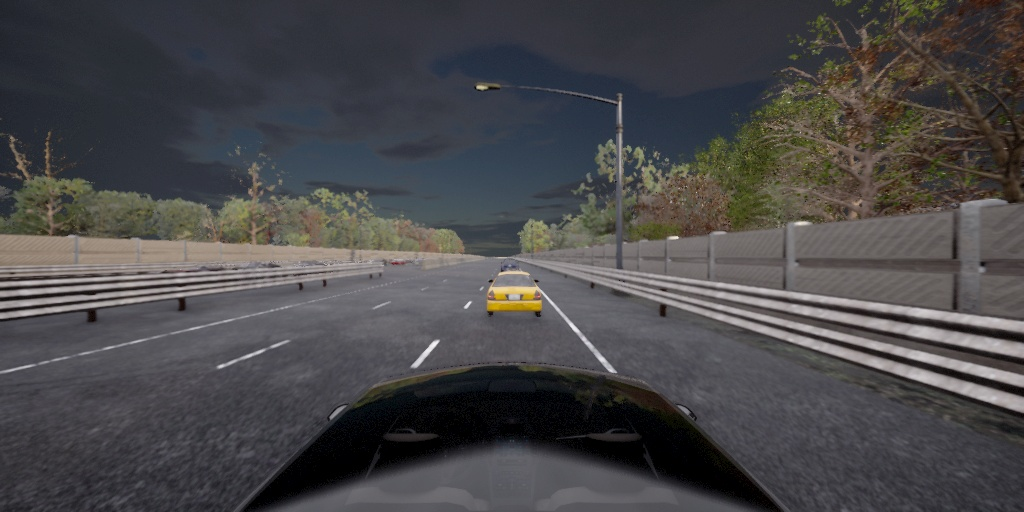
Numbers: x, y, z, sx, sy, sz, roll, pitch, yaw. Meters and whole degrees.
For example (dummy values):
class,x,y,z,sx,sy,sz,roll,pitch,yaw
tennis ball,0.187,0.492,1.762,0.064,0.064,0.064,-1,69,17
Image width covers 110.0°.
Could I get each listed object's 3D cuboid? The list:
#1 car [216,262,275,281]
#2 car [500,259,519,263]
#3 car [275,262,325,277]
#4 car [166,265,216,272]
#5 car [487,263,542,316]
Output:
class,x,y,z,sx,sy,sz,roll,pitch,yaw
car,-21.334,1.251,29.859,2.128,1.511,4.902,0,0,0
car,-0.282,1.115,42.283,2.097,1.767,4.553,0,0,-1
car,-17.828,1.250,31.286,2.128,1.511,4.902,0,0,0
car,-24.830,1.360,28.664,1.895,1.301,4.718,0,0,0
car,0.058,1.209,13.294,1.801,1.575,5.366,0,0,0
